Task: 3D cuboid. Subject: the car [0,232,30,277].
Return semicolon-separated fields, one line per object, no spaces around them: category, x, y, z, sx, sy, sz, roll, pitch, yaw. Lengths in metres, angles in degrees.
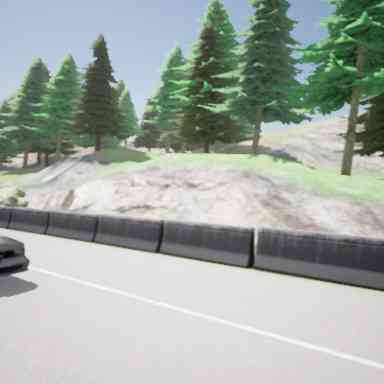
car;-6.289;1.384;8.513;5.357;1.411;2.033;1;1;36
